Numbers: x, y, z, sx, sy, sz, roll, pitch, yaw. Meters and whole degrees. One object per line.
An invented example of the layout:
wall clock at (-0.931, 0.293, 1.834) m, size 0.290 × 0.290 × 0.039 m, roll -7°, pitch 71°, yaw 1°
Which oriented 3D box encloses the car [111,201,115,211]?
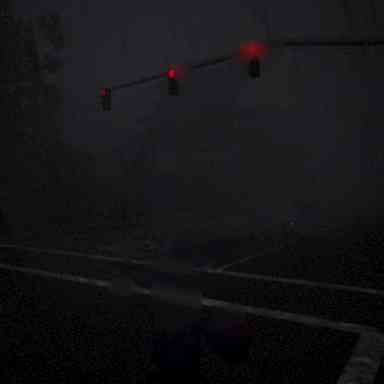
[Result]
car at (-7.132, 1.407, 37.113) m, size 3.806 × 1.475 × 1.970 m, roll -1°, pitch 0°, yaw 36°

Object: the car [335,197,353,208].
car at (23.543, 1.583, 51.427) m, size 1.882 × 1.535 × 5.008 m, roll -1°, pitch 0°, yaw 35°

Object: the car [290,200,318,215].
car at (11.784, 1.584, 34.830) m, size 2.128 × 1.511 × 4.902 m, roll -1°, pitch 0°, yaw 35°
